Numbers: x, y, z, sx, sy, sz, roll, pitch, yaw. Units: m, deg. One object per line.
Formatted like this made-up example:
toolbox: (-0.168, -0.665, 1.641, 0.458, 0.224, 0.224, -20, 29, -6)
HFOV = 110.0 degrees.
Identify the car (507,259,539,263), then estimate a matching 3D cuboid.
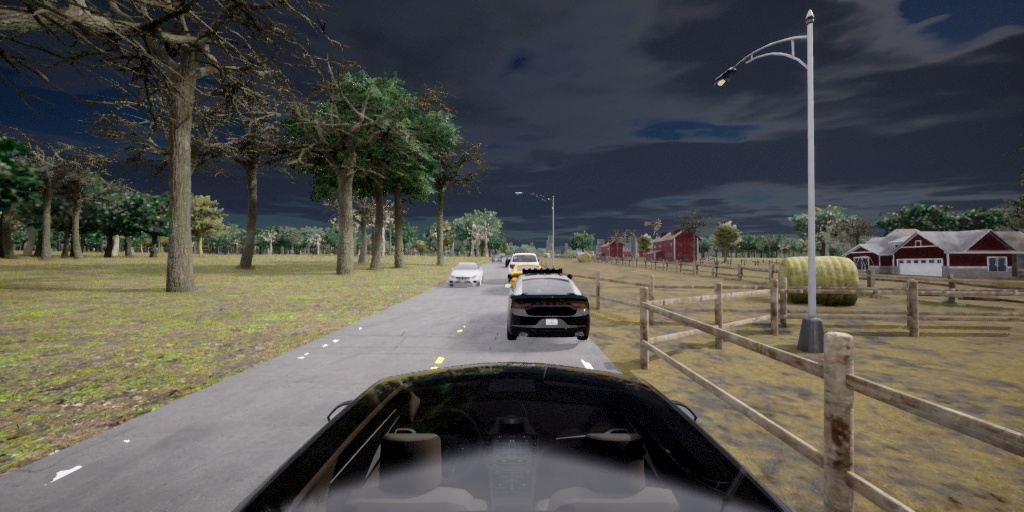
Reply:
car: (0.828, 1.134, 19.921, 1.882, 1.535, 5.008, 0, 1, 0)

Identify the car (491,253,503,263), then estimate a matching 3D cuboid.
car: (-2.787, 0.494, 65.409, 2.128, 1.511, 4.902, 0, 1, 1)

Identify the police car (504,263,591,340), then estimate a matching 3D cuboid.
police car: (0.826, 1.156, 10.030, 1.930, 1.638, 5.238, 0, 0, 0)

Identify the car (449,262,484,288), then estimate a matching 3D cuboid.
car: (-2.847, 1.146, 23.035, 1.812, 1.442, 4.674, 0, 1, 0)

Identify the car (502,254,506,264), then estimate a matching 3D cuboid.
car: (0.049, 0.746, 49.291, 1.882, 1.535, 5.008, 0, 1, 1)

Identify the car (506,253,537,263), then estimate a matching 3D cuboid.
car: (0.829, 0.810, 25.952, 2.150, 2.045, 5.566, 0, 1, 0)
